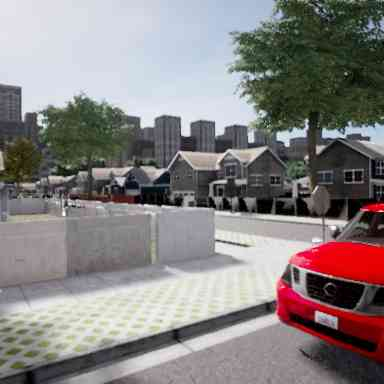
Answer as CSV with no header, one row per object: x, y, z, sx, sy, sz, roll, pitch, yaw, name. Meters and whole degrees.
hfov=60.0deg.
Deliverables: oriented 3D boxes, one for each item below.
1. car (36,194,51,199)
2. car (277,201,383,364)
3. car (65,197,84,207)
-34.893,1.196,78.975,2.097,1.767,4.553,-1,0,-34,car
3.902,1.169,5.616,5.566,2.045,2.150,-1,0,-35,car
-16.970,1.397,47.867,1.812,1.442,4.674,-1,0,-34,car
